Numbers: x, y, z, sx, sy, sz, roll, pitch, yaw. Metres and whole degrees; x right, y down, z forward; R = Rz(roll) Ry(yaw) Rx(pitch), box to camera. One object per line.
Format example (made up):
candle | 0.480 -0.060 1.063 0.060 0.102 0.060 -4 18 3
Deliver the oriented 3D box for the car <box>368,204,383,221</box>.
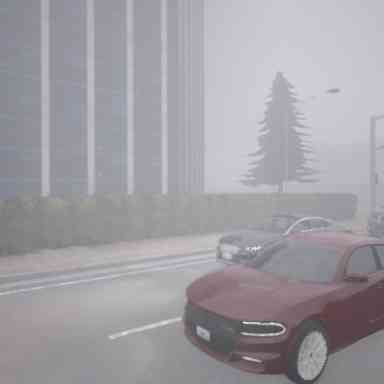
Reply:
car | 10.548 1.128 15.703 5.566 2.045 2.150 0 0 -36

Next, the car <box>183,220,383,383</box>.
car | 2.170 1.454 5.530 5.008 1.535 1.882 0 0 -36

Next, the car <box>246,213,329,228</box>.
car | 2.946 1.453 10.375 4.902 1.511 2.128 0 0 -35
